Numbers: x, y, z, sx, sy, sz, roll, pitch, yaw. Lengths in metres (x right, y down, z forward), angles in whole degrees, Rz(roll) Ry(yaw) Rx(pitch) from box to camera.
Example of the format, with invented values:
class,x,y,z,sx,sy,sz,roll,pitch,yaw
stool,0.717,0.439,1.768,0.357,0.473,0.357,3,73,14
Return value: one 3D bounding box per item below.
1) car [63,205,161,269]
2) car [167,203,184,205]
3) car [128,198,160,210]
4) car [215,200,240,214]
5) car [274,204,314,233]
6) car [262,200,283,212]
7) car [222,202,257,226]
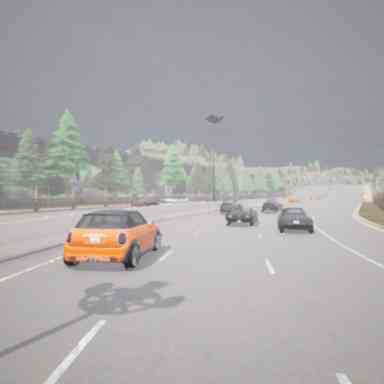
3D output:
class,x,y,z,sx,sy,sz,roll,pitch,yaw
car,-2.486,1.374,11.472,2.097,1.767,4.553,0,0,7
car,-2.468,1.357,47.520,2.150,2.045,5.566,0,-1,26
car,-6.670,1.584,46.806,1.882,1.535,5.008,0,0,25
car,4.559,1.634,37.168,2.128,1.511,4.902,0,0,23
car,6.334,1.666,20.683,1.994,1.385,4.181,0,0,13
car,9.778,1.689,40.181,1.837,1.490,4.892,0,0,26
car,3.756,1.700,24.535,1.895,1.301,4.718,0,0,15
